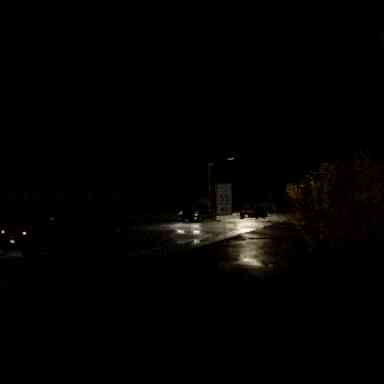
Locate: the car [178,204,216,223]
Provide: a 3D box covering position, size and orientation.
[{"bbox_3d":[0.518,1.929,31.284,2.097,1.767,4.553,0,-1,27],"label":"car"}]

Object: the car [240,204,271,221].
[{"bbox_3d":[6.473,2.151,34.908,1.837,1.490,4.892,-1,-1,27],"label":"car"}]

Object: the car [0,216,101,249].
[{"bbox_3d":[-6.843,1.899,16.505,1.895,1.301,4.718,-1,-1,28],"label":"car"}]
